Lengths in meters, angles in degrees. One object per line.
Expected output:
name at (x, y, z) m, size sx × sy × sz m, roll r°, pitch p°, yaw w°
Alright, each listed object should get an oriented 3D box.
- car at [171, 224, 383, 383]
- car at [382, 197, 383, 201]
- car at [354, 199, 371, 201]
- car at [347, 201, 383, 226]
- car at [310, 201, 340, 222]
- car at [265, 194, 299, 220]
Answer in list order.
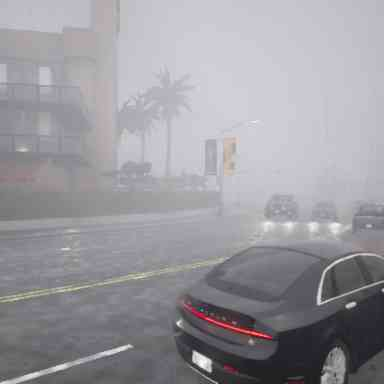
car at (1.961, 1.504, 5.031) m, size 4.892 × 1.490 × 1.837 m, roll 0°, pitch 1°, yaw -40°
car at (36.845, 1.226, 67.530) m, size 2.185 × 1.767 × 4.553 m, roll 0°, pitch 0°, yaw -11°
car at (16.770, 1.492, 32.915) m, size 1.837 × 1.490 × 4.892 m, roll 0°, pitch 0°, yaw 15°
car at (10.339, 1.484, 18.782) m, size 2.128 × 1.511 × 4.902 m, roll 0°, pitch 0°, yaw 35°
car at (10.579, 1.493, 26.345) m, size 1.837 × 1.490 × 4.892 m, roll 0°, pitch 0°, yaw 26°
car at (7.828, 1.207, 28.575) m, size 2.150 × 2.045 × 5.566 m, roll 0°, pitch 0°, yaw 25°
